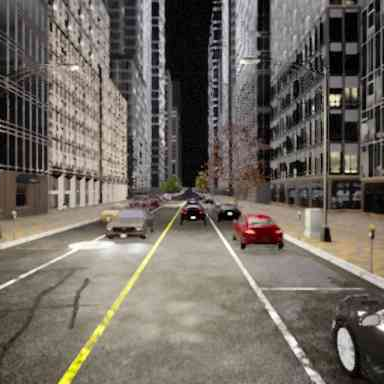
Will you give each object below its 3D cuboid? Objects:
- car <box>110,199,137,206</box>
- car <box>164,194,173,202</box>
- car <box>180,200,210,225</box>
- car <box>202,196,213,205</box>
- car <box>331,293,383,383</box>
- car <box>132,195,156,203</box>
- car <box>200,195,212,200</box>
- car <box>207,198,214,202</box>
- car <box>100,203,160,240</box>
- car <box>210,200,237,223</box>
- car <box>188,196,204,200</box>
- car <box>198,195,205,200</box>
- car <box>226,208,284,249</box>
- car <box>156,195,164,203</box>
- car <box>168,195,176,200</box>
[{"bbox_3d":[-5.704,1.517,25.357,1.752,1.417,4.829,0,0,0],"label":"car"},{"bbox_3d":[-5.723,1.389,71.064,1.967,1.590,4.097,0,0,0],"label":"car"},{"bbox_3d":[0.077,1.518,24.254,1.812,1.442,4.674,0,0,0],"label":"car"},{"bbox_3d":[2.663,1.488,59.843,1.752,1.417,4.829,0,0,0],"label":"car"},{"bbox_3d":[2.686,1.550,2.749,2.008,1.369,4.403,0,0,0],"label":"car"},{"bbox_3d":[-5.710,1.300,36.911,2.192,1.841,5.009,0,0,0],"label":"car"},{"bbox_3d":[2.665,1.520,53.979,2.008,1.369,4.403,0,0,0],"label":"car"},{"bbox_3d":[2.674,1.540,31.210,2.008,1.369,4.403,0,0,0],"label":"car"},{"bbox_3d":[-3.008,1.543,17.250,2.033,1.411,5.357,0,0,0],"label":"car"},{"bbox_3d":[2.677,1.558,25.518,1.947,1.339,4.313,0,0,0],"label":"car"},{"bbox_3d":[0.083,1.528,41.894,2.033,1.411,5.357,0,0,0],"label":"car"},{"bbox_3d":[2.649,1.456,93.829,1.887,1.381,4.507,0,0,0],"label":"car"},{"bbox_3d":[2.681,1.579,14.135,1.802,1.307,4.206,0,0,0],"label":"car"},{"bbox_3d":[-5.715,1.290,48.295,2.192,1.841,5.009,0,0,0],"label":"car"},{"bbox_3d":[-5.731,1.477,93.834,1.947,1.339,4.313,0,0,0],"label":"car"}]
